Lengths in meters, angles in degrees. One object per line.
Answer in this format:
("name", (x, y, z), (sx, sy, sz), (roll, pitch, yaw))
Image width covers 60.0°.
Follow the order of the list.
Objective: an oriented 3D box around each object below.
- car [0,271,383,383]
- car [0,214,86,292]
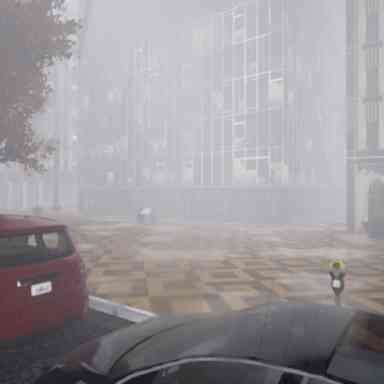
("car", (0.639, 1.565, 2.420), (4.313, 1.339, 1.947), (0, 0, 35))
("car", (-3.863, 1.311, 5.619), (5.009, 1.841, 2.192), (0, 0, 35))
